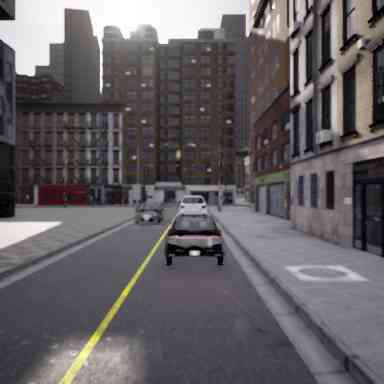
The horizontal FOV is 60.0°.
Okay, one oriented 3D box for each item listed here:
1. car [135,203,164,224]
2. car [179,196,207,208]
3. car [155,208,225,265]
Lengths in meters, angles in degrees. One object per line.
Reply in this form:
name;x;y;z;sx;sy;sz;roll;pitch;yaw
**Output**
car;-3.104;1.575;25.281;2.128;1.511;4.902;0;0;0
car;0.082;1.311;27.497;2.150;2.045;5.566;0;0;0
car;0.085;1.534;11.888;2.128;1.511;4.902;0;0;0
